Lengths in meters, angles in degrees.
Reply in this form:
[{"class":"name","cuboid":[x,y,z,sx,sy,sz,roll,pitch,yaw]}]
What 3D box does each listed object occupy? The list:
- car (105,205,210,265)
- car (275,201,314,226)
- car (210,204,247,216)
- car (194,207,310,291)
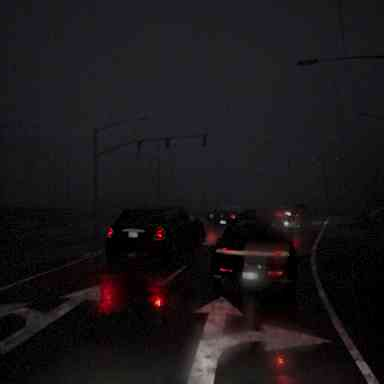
[{"class":"car","cuboid":[-1.047,1.223,11.520,2.097,1.767,4.553,0,1,17]},{"class":"car","cuboid":[5.599,1.291,18.646,1.837,1.490,4.892,0,1,24]},{"class":"car","cuboid":[2.591,1.369,20.485,1.895,1.301,4.718,0,1,24]},{"class":"car","cuboid":[1.726,1.390,8.809,2.128,1.511,4.902,0,1,14]}]
